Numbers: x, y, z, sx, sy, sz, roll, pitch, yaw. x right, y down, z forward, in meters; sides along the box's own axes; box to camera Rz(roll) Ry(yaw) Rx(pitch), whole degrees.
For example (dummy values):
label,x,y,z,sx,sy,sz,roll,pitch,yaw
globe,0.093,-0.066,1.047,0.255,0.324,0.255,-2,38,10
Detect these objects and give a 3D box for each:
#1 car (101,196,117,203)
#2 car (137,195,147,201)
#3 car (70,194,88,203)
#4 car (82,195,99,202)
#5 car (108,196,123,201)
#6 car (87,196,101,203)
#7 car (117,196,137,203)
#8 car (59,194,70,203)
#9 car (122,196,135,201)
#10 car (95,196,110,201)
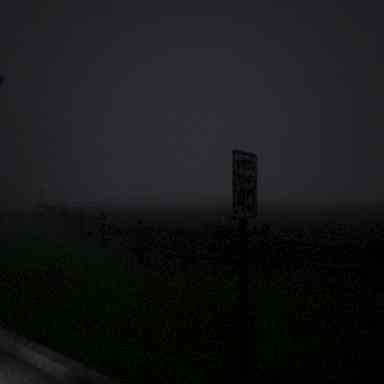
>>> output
label,x,y,z,sx,sy,sz,roll,pitch,yaw
car,-18.105,1.713,75.149,1.882,1.535,5.008,0,0,10
car,-12.844,1.569,84.800,1.882,1.535,5.008,0,0,10
car,-24.994,1.489,76.399,2.150,2.045,5.566,0,0,10
car,-26.630,1.673,87.239,2.128,1.511,4.902,0,0,10
car,-19.731,1.715,86.049,1.895,1.301,4.718,0,0,10
car,-21.473,1.857,76.199,1.895,1.301,4.718,0,0,10
car,-14.580,1.828,74.979,1.895,1.301,4.718,0,0,10
car,-28.440,1.504,77.009,2.150,2.045,5.566,0,0,10
car,-16.285,1.700,85.439,1.895,1.301,4.718,0,0,10
car,-23.178,1.729,86.659,1.895,1.301,4.718,0,0,10
